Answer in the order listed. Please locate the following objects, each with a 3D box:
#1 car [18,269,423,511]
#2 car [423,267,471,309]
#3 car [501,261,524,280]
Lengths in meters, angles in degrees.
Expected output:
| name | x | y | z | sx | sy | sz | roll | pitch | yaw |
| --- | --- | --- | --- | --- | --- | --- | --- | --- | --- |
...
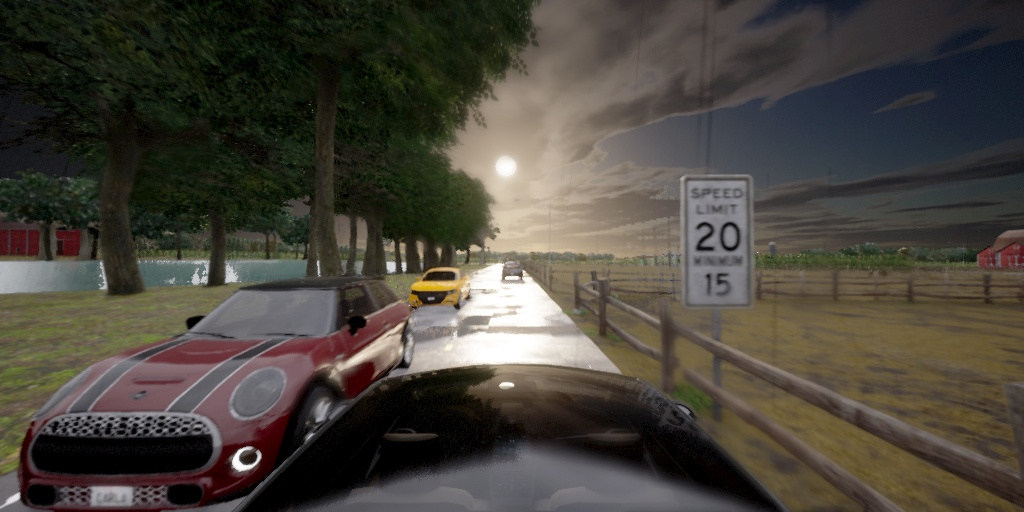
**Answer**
| name | x | y | z | sx | sy | sz | roll | pitch | yaw |
| --- | --- | --- | --- | --- | --- | --- | --- | --- | --- |
| car | -2.849 | 1.108 | 4.788 | 2.097 | 1.767 | 4.553 | 0 | 0 | 0 |
| car | -2.874 | 1.246 | 15.243 | 1.882 | 1.535 | 5.008 | 0 | 0 | 0 |
| car | 0.026 | 1.301 | 32.132 | 2.128 | 1.511 | 4.902 | 0 | 0 | 0 |
